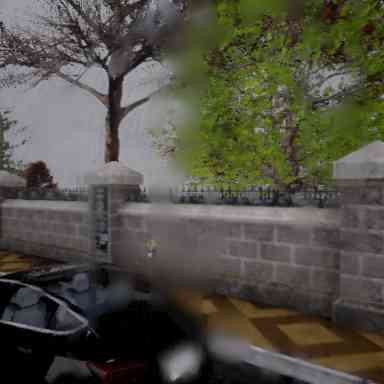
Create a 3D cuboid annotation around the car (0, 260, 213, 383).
[{"bbox_3d":[-1.774,1.562,4.171,4.313,1.339,1.947,0,0,36],"label":"car"}]
